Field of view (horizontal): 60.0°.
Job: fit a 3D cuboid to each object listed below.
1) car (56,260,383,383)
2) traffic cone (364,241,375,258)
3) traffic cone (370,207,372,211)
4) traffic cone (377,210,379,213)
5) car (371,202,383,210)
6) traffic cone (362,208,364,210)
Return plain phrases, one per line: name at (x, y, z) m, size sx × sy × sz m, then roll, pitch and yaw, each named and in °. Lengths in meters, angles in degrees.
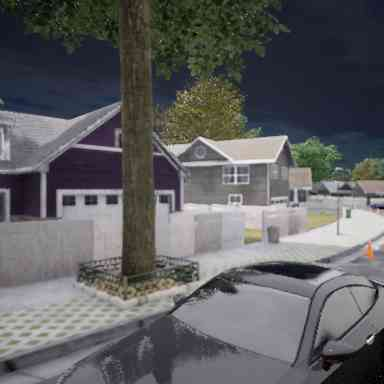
car at (0.880, 1.564, 3.569) m, size 4.674 × 1.442 × 1.812 m, roll 1°, pitch -1°, yaw -44°
traffic cone at (6.660, 2.145, 12.465) m, size 0.340 × 0.580 × 0.340 m, roll 0°, pitch -1°, yaw 40°
traffic cone at (27.342, 2.623, 50.882) m, size 0.340 × 0.580 × 0.340 m, roll 0°, pitch 0°, yaw 16°
traffic cone at (25.866, 2.597, 46.226) m, size 0.340 × 0.580 × 0.340 m, roll 0°, pitch 0°, yaw 19°
car at (29.708, 2.274, 52.297) m, size 1.895 × 1.301 × 4.718 m, roll 0°, pitch 0°, yaw 15°
traffic cone at (28.597, 2.649, 55.601) m, size 0.340 × 0.580 × 0.340 m, roll 0°, pitch 0°, yaw 14°
